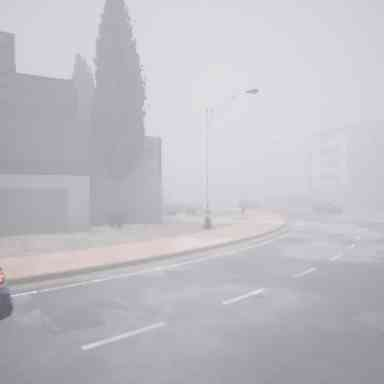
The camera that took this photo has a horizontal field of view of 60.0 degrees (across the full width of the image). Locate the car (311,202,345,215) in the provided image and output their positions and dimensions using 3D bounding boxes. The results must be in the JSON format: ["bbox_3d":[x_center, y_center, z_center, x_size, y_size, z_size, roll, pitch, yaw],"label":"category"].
[{"bbox_3d":[15.086,1.799,37.109,1.895,1.301,4.718,0,0,-1],"label":"car"}]

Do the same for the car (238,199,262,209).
[{"bbox_3d":[8.888,1.822,51.330,2.128,1.511,4.902,0,-1,-21],"label":"car"}]

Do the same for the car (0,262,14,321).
[{"bbox_3d":[-5.201,1.414,4.788,4.553,1.767,2.097,0,-1,-35],"label":"car"}]
